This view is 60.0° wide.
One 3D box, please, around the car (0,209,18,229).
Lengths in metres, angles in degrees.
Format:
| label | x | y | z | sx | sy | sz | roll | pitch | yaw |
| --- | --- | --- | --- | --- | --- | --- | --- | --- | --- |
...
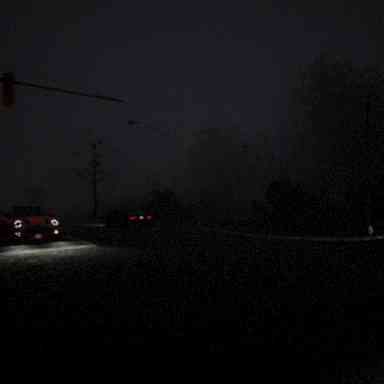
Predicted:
| label | x | y | z | sx | sy | sz | roll | pitch | yaw |
| --- | --- | --- | --- | --- | --- | --- | --- | --- | --- |
| car | -15.472 | 2.086 | 26.523 | 2.033 | 1.411 | 5.357 | 1 | -3 | -36 |

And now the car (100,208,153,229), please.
| label | x | y | z | sx | sy | sz | roll | pitch | yaw |
| --- | --- | --- | --- | --- | --- | --- | --- | --- | --- |
| car | -4.833 | 1.833 | 24.098 | 2.033 | 1.411 | 5.357 | 1 | -2 | -37 |

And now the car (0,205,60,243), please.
| label | x | y | z | sx | sy | sz | roll | pitch | yaw |
| --- | --- | --- | --- | --- | --- | --- | --- | --- | --- |
| car | -8.293 | 1.484 | 16.868 | 2.097 | 1.767 | 4.553 | 1 | -2 | -37 |
